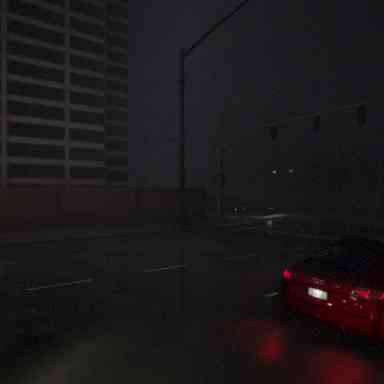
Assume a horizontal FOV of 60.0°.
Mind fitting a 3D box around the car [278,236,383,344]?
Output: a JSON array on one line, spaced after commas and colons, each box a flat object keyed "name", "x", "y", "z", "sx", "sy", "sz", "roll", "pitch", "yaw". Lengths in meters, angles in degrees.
[{"name": "car", "x": 3.614, "y": 1.563, "z": 6.376, "sx": 4.181, "sy": 1.385, "sz": 1.994, "roll": 0, "pitch": 0, "yaw": -35}]

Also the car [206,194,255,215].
[{"name": "car", "x": 3.339, "y": 1.220, "z": 33.793, "sx": 2.150, "sy": 2.045, "sz": 5.566, "roll": 0, "pitch": 0, "yaw": -36}]

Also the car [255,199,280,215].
[{"name": "car", "x": 6.936, "y": 1.502, "z": 34.789, "sx": 1.837, "sy": 1.490, "sz": 4.892, "roll": 0, "pitch": 0, "yaw": -36}]
